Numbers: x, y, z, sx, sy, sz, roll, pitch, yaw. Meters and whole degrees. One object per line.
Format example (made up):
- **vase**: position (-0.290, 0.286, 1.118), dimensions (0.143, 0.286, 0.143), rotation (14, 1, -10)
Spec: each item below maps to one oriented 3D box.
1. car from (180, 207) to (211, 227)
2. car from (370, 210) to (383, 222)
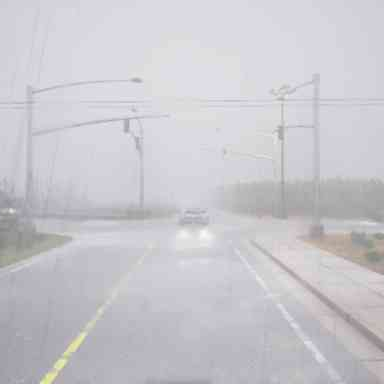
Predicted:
- **car**: position (0.345, 1.804, 24.470), dimensions (1.895, 1.301, 4.718), rotation (0, 0, 7)
- **car**: position (16.556, 1.767, 26.458), dimensions (4.181, 1.385, 1.994), rotation (0, 0, -2)
